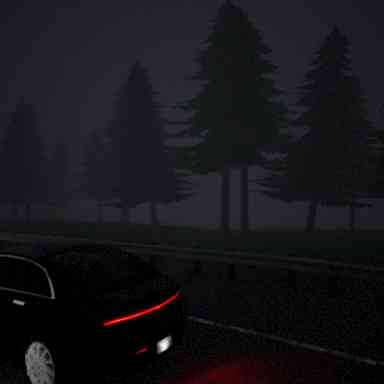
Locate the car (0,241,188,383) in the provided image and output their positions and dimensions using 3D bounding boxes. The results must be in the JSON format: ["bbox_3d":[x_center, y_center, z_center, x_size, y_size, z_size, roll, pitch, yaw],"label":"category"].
[{"bbox_3d":[-2.376,1.536,5.135,4.892,1.490,1.837,-1,0,32],"label":"car"}]
